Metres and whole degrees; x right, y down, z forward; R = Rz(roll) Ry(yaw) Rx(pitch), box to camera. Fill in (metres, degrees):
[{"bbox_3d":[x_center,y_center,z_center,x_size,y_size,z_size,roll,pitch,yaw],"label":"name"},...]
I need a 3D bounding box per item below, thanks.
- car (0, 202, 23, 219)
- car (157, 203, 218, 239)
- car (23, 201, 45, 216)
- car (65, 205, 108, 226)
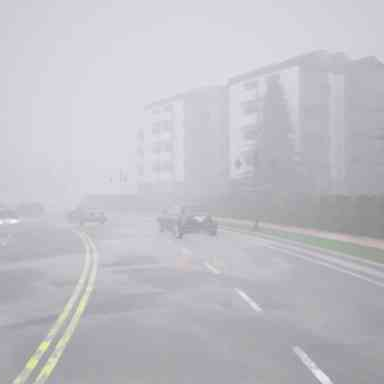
[{"bbox_3d":[-17.674,1.779,30.714,4.181,1.385,1.994,-1,0,45],"label":"car"},{"bbox_3d":[-0.407,1.387,17.976,2.097,1.767,4.553,-1,0,-21],"label":"car"},{"bbox_3d":[-17.485,1.711,35.626,4.902,1.511,2.128,-1,0,44],"label":"car"},{"bbox_3d":[-7.944,1.664,24.880,2.033,1.411,5.357,0,0,-34],"label":"car"}]
